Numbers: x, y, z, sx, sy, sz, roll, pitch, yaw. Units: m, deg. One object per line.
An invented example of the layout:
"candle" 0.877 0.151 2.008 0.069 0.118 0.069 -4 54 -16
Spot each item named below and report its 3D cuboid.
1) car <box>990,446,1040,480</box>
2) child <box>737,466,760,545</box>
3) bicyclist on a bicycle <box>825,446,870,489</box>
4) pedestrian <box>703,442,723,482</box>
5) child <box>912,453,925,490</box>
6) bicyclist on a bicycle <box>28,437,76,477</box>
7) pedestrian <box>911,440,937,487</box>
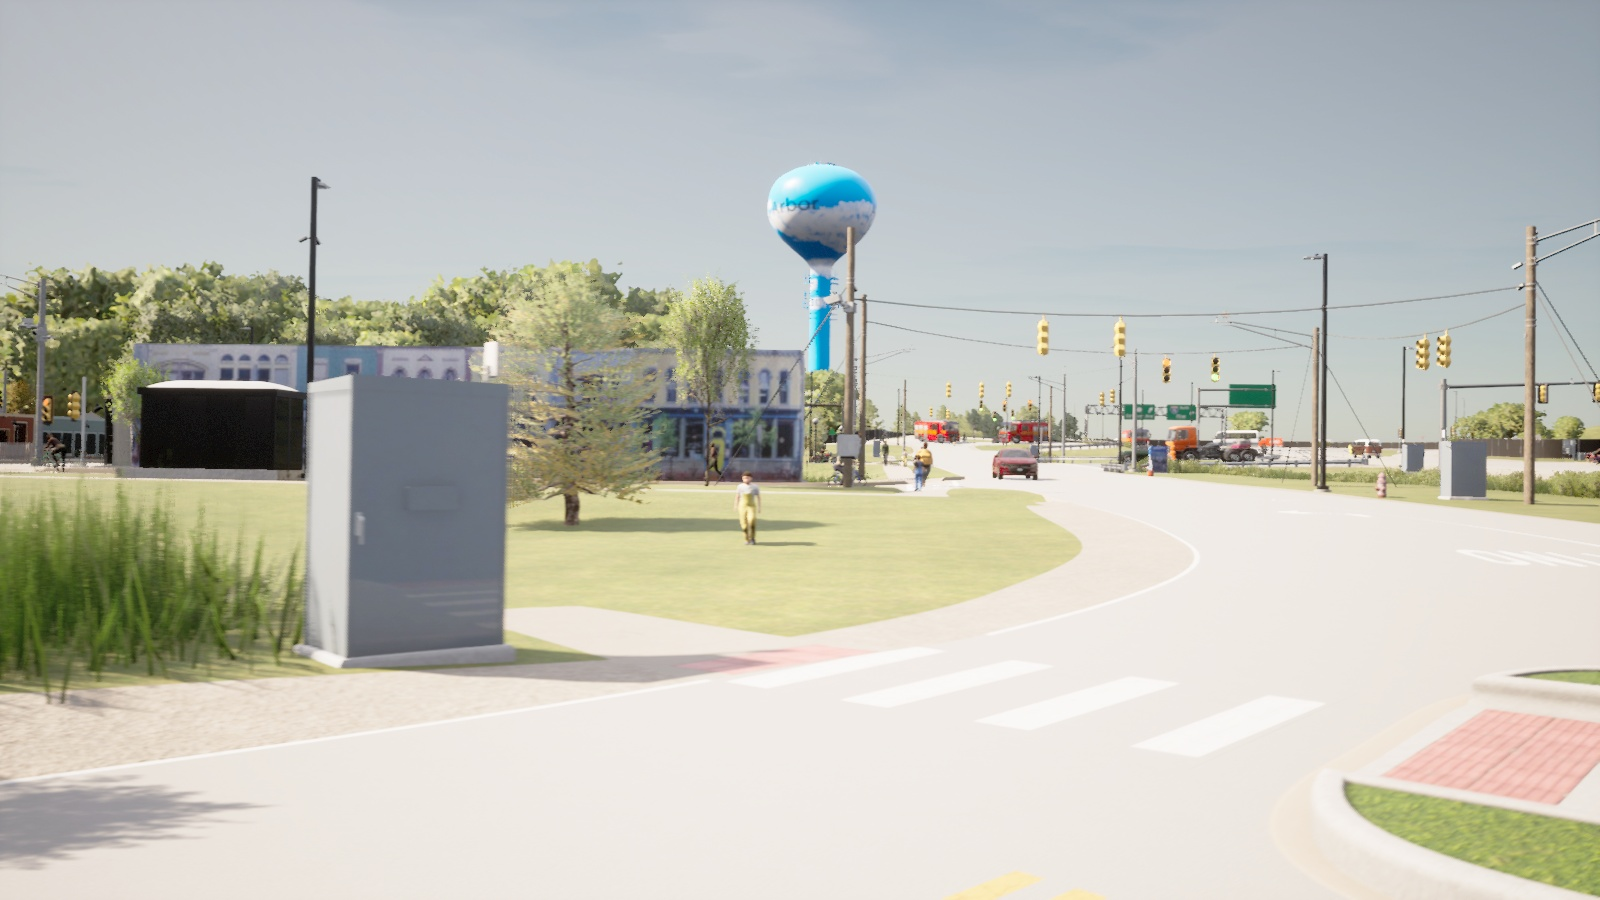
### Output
"car" 10.440 0.611 61.163 1.882 1.535 5.008 1 0 4
"child" -0.837 0.887 20.393 0.270 1.263 0.437 1 -1 9
"bicyclist on a bicycle" 1.773 0.658 47.136 1.509 1.612 0.866 0 -1 -10
"pedestrian" -3.936 0.533 56.619 0.869 1.805 0.328 1 -1 -1
"child" 4.027 0.730 42.779 0.270 1.263 0.437 1 -1 -17
"bicyclist on a bicycle" -31.235 0.287 52.471 1.656 1.620 0.582 1 -1 4
"pedestrian" 4.994 0.544 50.611 0.874 1.855 0.900 1 -1 -8
